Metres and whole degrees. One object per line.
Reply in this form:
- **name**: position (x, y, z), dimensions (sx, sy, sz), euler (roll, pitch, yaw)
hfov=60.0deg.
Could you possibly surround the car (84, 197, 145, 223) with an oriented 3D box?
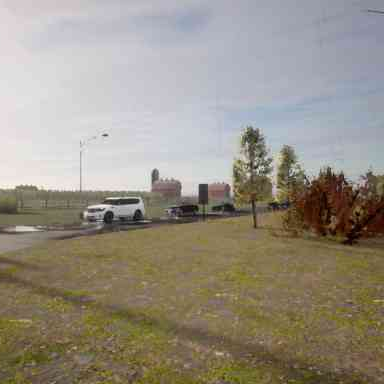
- **car**: position (-6.386, 1.452, 28.169), dimensions (2.150, 2.045, 5.566), euler (-1, -1, 34)

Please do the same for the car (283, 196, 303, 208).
- **car**: position (18.766, 1.782, 61.646), dimensions (2.150, 2.045, 5.566), euler (-1, -1, 32)

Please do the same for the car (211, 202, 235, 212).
- **car**: position (4.285, 1.986, 45.201), dimensions (1.994, 1.385, 4.181), euler (-1, -1, 32)

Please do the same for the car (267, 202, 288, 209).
- **car**: position (13.533, 1.965, 53.123), dimensions (1.837, 1.490, 4.892), euler (-1, -1, 32)

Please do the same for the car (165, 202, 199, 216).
- **car**: position (-1.053, 1.817, 36.685), dimensions (2.128, 1.511, 4.902), euler (-1, -1, 32)
